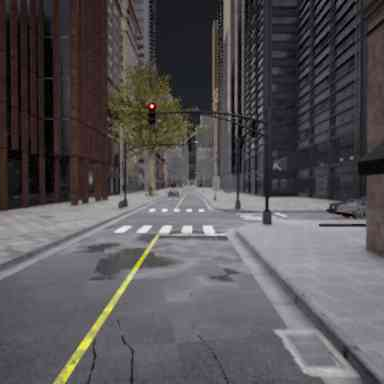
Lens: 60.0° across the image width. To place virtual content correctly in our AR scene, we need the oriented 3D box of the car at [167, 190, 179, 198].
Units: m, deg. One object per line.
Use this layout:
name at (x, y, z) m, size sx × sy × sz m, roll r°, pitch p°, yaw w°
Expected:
car at (-3.070, 0.298, 55.626) m, size 2.033 × 1.411 × 5.357 m, roll 0°, pitch 1°, yaw 0°

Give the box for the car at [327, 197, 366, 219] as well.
car at (11.524, 1.001, 21.262) m, size 5.357 × 1.411 × 2.033 m, roll 0°, pitch 1°, yaw 0°
